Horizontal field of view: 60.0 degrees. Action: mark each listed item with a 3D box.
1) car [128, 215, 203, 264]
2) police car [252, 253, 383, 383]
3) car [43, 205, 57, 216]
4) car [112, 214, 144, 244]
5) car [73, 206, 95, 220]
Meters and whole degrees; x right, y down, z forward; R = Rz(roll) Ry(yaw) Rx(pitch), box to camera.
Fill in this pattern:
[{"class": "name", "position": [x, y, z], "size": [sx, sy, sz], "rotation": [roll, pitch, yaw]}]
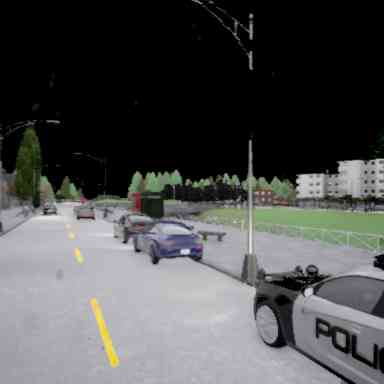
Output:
[{"class": "car", "position": [-1.076, 1.888, 13.316], "size": [1.812, 1.442, 4.674], "rotation": [1, -2, -22]}, {"class": "police car", "position": [2.570, 1.565, 4.131], "size": [1.930, 1.638, 5.238], "rotation": [1, -2, -22]}, {"class": "car", "position": [-21.134, 2.687, 49.578], "size": [2.128, 1.511, 4.902], "rotation": [1, -2, -22]}, {"class": "car", "position": [-3.298, 2.002, 18.888], "size": [1.837, 1.490, 4.892], "rotation": [1, -2, -22]}, {"class": "car", "position": [-12.364, 2.524, 38.467], "size": [1.994, 1.385, 4.181], "rotation": [1, -2, -21]}]
